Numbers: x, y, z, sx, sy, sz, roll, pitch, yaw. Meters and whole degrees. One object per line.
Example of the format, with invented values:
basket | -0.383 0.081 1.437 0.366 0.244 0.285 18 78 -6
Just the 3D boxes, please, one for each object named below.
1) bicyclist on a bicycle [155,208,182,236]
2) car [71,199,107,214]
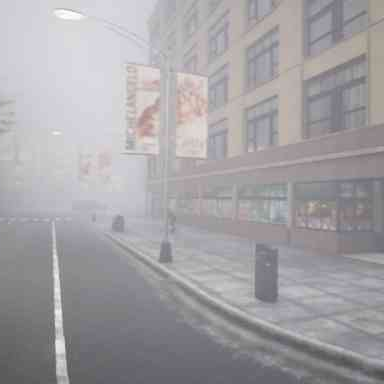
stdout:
bicyclist on a bicycle | -1.351 1.732 19.304 1.656 1.620 0.582 1 -1 -23
car | -15.031 2.114 48.760 2.150 2.045 5.566 -1 -2 28
